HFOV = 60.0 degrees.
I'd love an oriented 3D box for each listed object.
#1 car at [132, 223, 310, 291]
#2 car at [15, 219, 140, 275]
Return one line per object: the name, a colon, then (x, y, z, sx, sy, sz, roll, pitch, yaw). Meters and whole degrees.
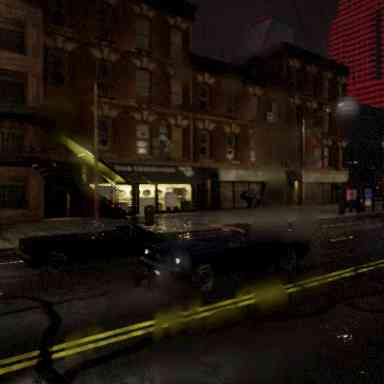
car: (1.020, 1.557, 9.018, 4.718, 1.301, 1.895, -1, 0, -35)
car: (-2.905, 1.574, 10.518, 4.718, 1.301, 1.895, -1, 0, -35)
